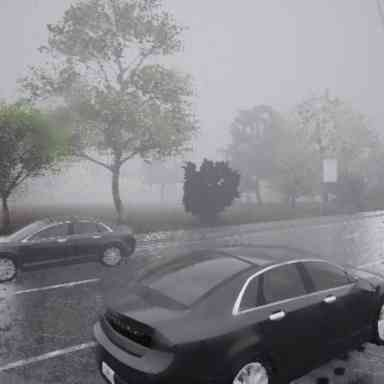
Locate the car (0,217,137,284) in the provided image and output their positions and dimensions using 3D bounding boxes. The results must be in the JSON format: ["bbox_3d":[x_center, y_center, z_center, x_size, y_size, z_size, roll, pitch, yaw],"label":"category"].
[{"bbox_3d":[-4.031,1.529,9.831,4.892,1.490,1.837,0,0,-37],"label":"car"}]

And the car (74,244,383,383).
[{"bbox_3d":[1.122,1.513,4.711,4.892,1.490,1.837,0,0,-37],"label":"car"}]
